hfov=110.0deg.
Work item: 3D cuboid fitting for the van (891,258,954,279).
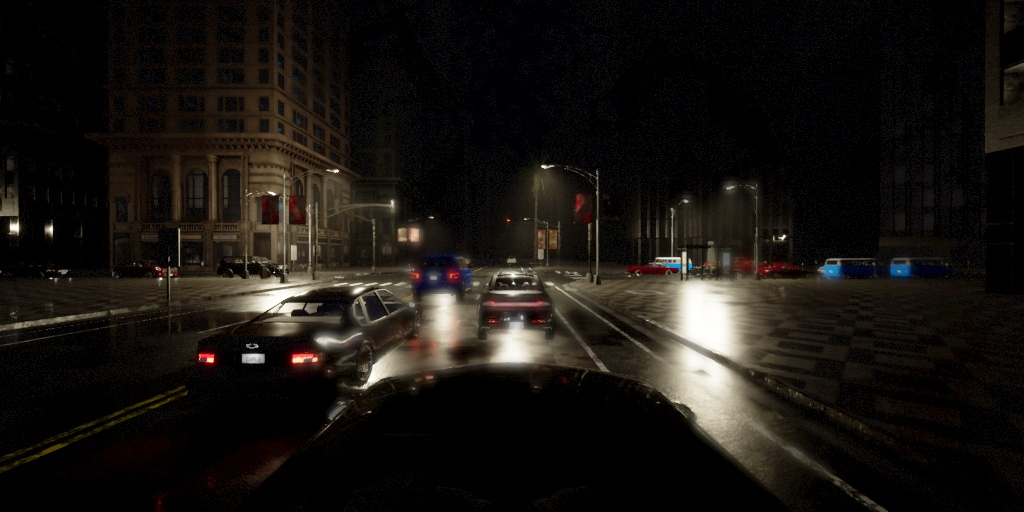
[{"bbox_3d":[34.088,1.078,29.830,3.998,1.789,1.690,0,0,0],"label":"van"}]

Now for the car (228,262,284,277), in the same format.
[{"bbox_3d":[-25.446,1.332,35.702,4.181,1.385,1.994,0,0,0],"label":"car"}]

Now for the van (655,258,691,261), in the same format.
[{"bbox_3d":[17.047,1.064,38.340,3.998,1.789,1.690,0,0,0],"label":"van"}]

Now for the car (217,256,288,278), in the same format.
[{"bbox_3d":[-23.459,0.996,32.492,5.566,2.045,2.150,0,0,0],"label":"car"}]

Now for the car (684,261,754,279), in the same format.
[{"bbox_3d":[17.056,1.298,29.815,4.403,1.370,2.007,0,0,0],"label":"car"}]

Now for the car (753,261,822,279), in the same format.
[{"bbox_3d":[22.734,1.325,29.819,4.207,1.307,1.802,0,0,0],"label":"car"}]

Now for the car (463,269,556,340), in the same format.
[{"bbox_3d":[0.088,1.240,9.956,2.128,1.511,4.902,0,0,0],"label":"car"}]

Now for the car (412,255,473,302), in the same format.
[{"bbox_3d":[-3.159,0.972,17.127,2.150,2.045,5.566,0,0,0],"label":"car"}]

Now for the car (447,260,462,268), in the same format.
[{"bbox_3d":[-9.853,1.353,61.994,1.895,1.301,4.718,0,0,0],"label":"car"}]

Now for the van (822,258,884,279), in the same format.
[{"bbox_3d":[28.411,1.081,29.825,3.998,1.789,1.690,0,0,0],"label":"van"}]

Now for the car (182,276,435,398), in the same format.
[{"bbox_3d":[-3.150,1.297,6.886,2.033,1.411,5.357,0,0,0],"label":"car"}]

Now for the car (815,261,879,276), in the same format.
[{"bbox_3d":[33.261,1.247,35.683,4.674,1.442,1.812,0,0,1],"label":"car"}]

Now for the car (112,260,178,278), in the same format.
[{"bbox_3d":[-33.178,1.138,32.541,4.553,1.767,2.097,0,0,0],"label":"car"}]

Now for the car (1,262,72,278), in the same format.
[{"bbox_3d":[-43.161,1.290,32.590,4.902,1.511,2.128,0,0,0],"label":"car"}]

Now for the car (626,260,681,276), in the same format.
[{"bbox_3d":[13.877,1.334,35.673,4.718,1.301,1.895,0,0,2],"label":"car"}]

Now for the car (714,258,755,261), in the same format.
[{"bbox_3d":[23.319,1.204,35.679,5.008,1.535,1.882,0,0,0],"label":"car"}]
